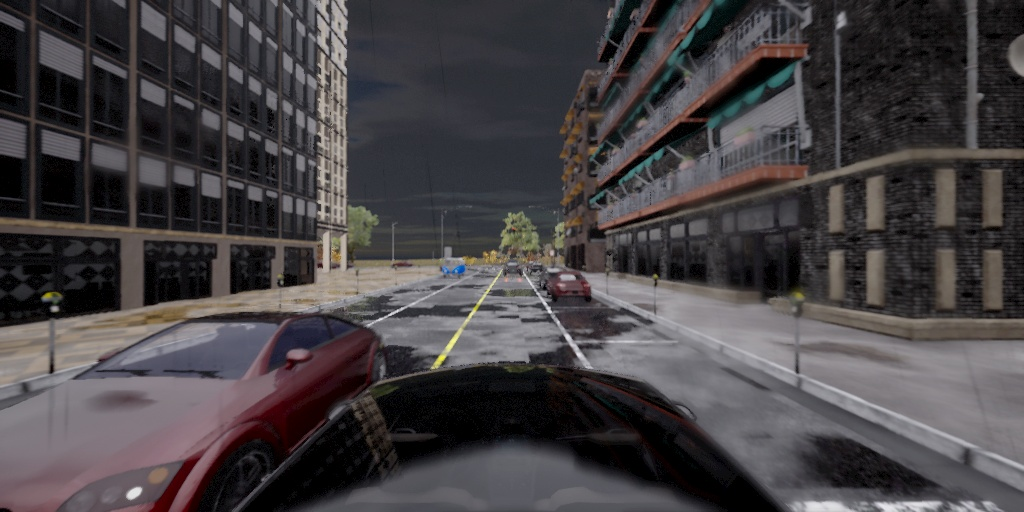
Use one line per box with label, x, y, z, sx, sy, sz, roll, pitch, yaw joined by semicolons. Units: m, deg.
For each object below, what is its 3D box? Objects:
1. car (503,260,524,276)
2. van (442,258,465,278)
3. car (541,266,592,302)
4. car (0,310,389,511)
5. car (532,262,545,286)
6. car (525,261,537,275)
car;0.095;1.265;37.428;1.812;1.442;4.674;0;0;0
van;-5.350;1.081;33.274;1.690;1.789;3.998;0;0;0
car;2.564;1.328;16.644;1.802;1.307;4.207;0;0;0
car;-2.849;1.313;3.735;1.994;1.385;4.181;0;0;0
car;2.563;1.295;22.171;2.007;1.370;4.403;0;0;0
car;2.658;1.289;38.749;2.007;1.370;4.403;0;0;0
